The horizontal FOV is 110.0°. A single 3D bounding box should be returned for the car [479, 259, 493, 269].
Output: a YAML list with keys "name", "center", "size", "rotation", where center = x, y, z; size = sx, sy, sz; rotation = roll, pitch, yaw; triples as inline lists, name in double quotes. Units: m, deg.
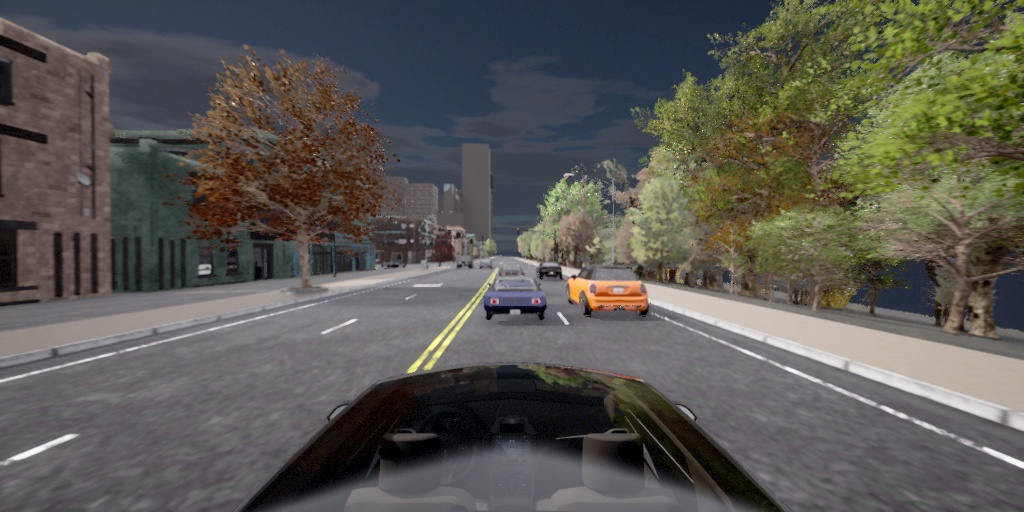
- name: "car"
  center: [-3.837, 1.233, 53.648]
  size: [1.812, 1.442, 4.674]
  rotation: [0, 0, -1]

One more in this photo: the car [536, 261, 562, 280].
- name: "car"
  center: [3.138, 1.203, 31.025]
  size: [1.882, 1.535, 5.008]
  rotation: [0, 0, -1]

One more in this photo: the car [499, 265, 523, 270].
- name: "car"
  center: [-0.067, 1.329, 28.068]
  size: [1.895, 1.301, 4.718]
  rotation: [0, 0, -1]

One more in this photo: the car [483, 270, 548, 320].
- name: "car"
  center: [0.093, 1.341, 12.643]
  size: [1.895, 1.301, 4.718]
  rotation: [0, 0, 0]

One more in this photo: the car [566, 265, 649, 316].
- name: "car"
  center: [3.338, 1.093, 13.379]
  size: [2.097, 1.767, 4.553]
  rotation: [0, 0, 0]

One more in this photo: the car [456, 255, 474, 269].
- name: "car"
  center: [-7.096, 0.918, 54.693]
  size: [2.150, 2.045, 5.566]
  rotation: [0, 0, -1]
